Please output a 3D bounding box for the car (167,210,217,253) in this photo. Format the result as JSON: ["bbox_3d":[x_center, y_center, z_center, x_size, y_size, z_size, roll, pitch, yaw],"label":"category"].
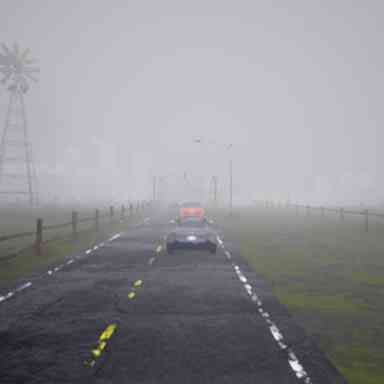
[{"bbox_3d":[-0.002,1.702,14.314,1.994,1.385,4.181,0,-1,0],"label":"car"}]

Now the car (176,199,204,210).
[{"bbox_3d":[-0.006,1.631,29.094,2.097,1.767,4.553,0,-1,0],"label":"car"}]

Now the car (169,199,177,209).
[{"bbox_3d":[-2.770,1.902,56.633,2.097,1.767,4.553,0,0,0],"label":"car"}]
